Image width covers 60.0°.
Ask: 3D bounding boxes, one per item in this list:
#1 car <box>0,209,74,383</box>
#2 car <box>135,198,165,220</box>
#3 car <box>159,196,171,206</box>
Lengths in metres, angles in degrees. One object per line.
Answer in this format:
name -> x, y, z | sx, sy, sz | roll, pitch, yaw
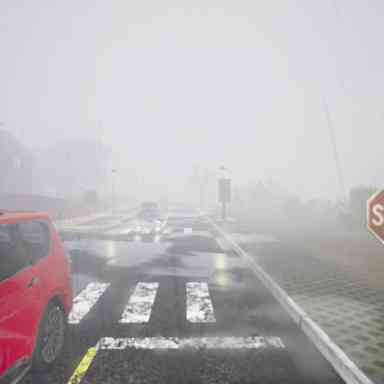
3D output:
car -> -2.774, 1.236, 2.634 | 2.150, 2.045, 5.566 | 0, 0, 0
car -> -3.490, 1.523, 27.603 | 1.837, 1.490, 4.892 | 0, 1, -2
car -> -4.418, 1.422, 52.079 | 1.837, 1.490, 4.892 | 0, 0, -2
